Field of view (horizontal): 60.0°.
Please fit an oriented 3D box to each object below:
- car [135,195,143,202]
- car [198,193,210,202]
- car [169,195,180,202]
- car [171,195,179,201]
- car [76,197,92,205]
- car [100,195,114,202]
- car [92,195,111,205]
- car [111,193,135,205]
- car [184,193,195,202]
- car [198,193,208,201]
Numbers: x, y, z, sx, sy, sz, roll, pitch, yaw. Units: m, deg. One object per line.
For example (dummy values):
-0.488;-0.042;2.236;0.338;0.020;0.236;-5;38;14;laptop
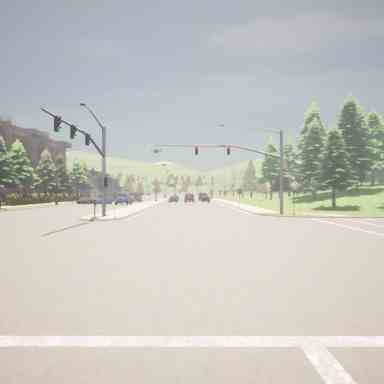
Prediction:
-12.102;1.496;73.763;1.837;1.490;4.892;0;0;-1;car
2.905;1.501;73.442;1.837;1.490;4.892;0;0;-1;car
-4.081;1.541;72.503;2.033;1.411;5.357;0;0;-1;car
-4.251;1.488;83.517;1.812;1.442;4.674;0;0;-1;car
-18.938;1.547;59.269;2.033;1.411;5.357;0;0;0;car
-19.118;1.470;74.729;1.882;1.535;5.008;0;0;-1;car
-15.437;1.478;58.128;1.882;1.535;5.008;0;0;-1;car
-11.943;1.221;58.149;2.150;2.045;5.566;0;0;-1;car
-0.589;1.225;73.019;2.150;2.045;5.566;0;0;-1;car
2.748;1.194;83.666;2.150;2.045;5.566;0;0;-1;car
